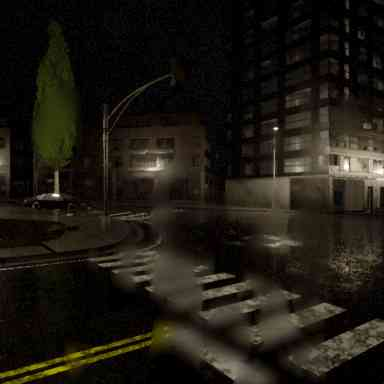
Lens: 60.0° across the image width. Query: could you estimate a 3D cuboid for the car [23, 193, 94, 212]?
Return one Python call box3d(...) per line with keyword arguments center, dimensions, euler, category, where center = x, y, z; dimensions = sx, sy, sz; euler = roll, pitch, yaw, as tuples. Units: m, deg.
box3d(center=(-10.548, 0.787, 26.294), dimensions=(5.357, 1.411, 2.033), euler=(1, 0, 11), category="car")
